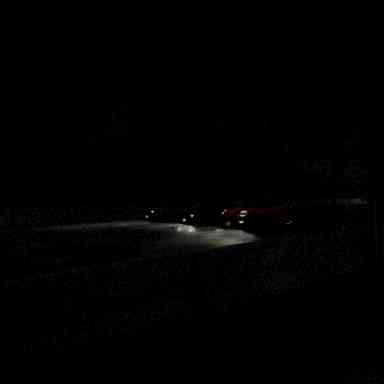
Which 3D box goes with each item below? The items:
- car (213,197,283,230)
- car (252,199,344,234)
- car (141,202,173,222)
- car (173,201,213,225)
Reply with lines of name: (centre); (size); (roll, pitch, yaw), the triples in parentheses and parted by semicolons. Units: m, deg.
car: (3.829, 1.136, 19.618); (4.553, 1.767, 2.097); (-1, 1, -35)
car: (5.566, 1.266, 16.559); (5.008, 1.535, 1.882); (-1, 0, -35)
car: (-1.351, 1.402, 24.522); (4.718, 1.301, 1.895); (-1, 1, -35)
car: (1.673, 1.333, 22.380); (5.357, 1.411, 2.033); (-1, 1, -35)
